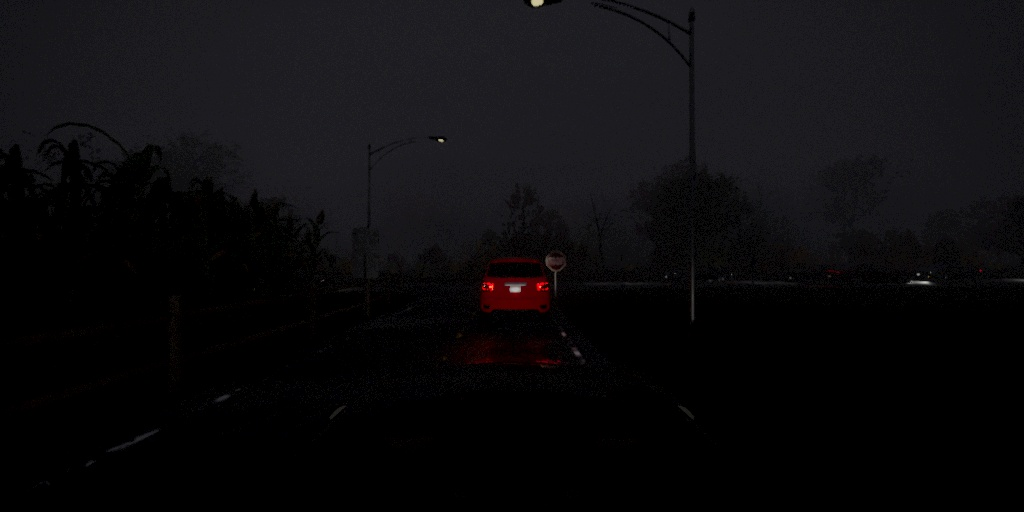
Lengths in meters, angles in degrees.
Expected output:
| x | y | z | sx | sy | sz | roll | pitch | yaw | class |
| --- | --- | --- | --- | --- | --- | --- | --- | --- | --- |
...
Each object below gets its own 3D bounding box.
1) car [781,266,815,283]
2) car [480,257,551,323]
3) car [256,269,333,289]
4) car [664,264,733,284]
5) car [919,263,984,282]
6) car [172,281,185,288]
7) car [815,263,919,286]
| x | y | z | sx | sy | sz | roll | pitch | yaw | class |
| --- | --- | --- | --- | --- | --- | --- | --- | --- | --- |
| 23.885 | 1.376 | 27.926 | 4.718 | 1.301 | 1.895 | 0 | 0 | 1 | car |
| 0.096 | 1.072 | 12.778 | 2.150 | 2.045 | 5.566 | 0 | -1 | 0 | car |
| -15.509 | 1.632 | 25.432 | 5.357 | 1.411 | 2.033 | 0 | 0 | 1 | car |
| 14.506 | 1.346 | 28.036 | 4.902 | 1.511 | 2.128 | 0 | 0 | 1 | car |
| 33.520 | 1.254 | 27.808 | 4.181 | 1.385 | 1.994 | -1 | 0 | 1 | car |
| -25.289 | 1.638 | 25.547 | 5.008 | 1.535 | 1.882 | 0 | 0 | 1 | car |
| 24.598 | 1.234 | 24.970 | 5.008 | 1.535 | 1.882 | 0 | 0 | 1 | car |
